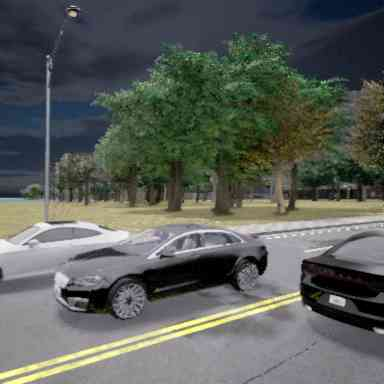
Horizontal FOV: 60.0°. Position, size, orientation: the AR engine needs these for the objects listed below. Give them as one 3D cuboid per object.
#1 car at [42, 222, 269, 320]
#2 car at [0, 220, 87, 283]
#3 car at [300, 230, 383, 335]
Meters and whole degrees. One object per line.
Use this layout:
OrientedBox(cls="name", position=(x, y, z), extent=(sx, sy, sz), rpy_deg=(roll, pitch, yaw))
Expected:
OrientedBox(cls="car", position=(-0.410, 1.493, 7.383), extent=(4.902, 1.511, 2.128), rpy_deg=(0, 0, -35))
OrientedBox(cls="car", position=(-3.819, 1.526, 8.944), extent=(4.674, 1.442, 1.812), rpy_deg=(0, 0, -35))
OrientedBox(cls="car", position=(4.194, 1.483, 6.428), extent=(5.008, 1.535, 1.882), rpy_deg=(0, 0, -35))
